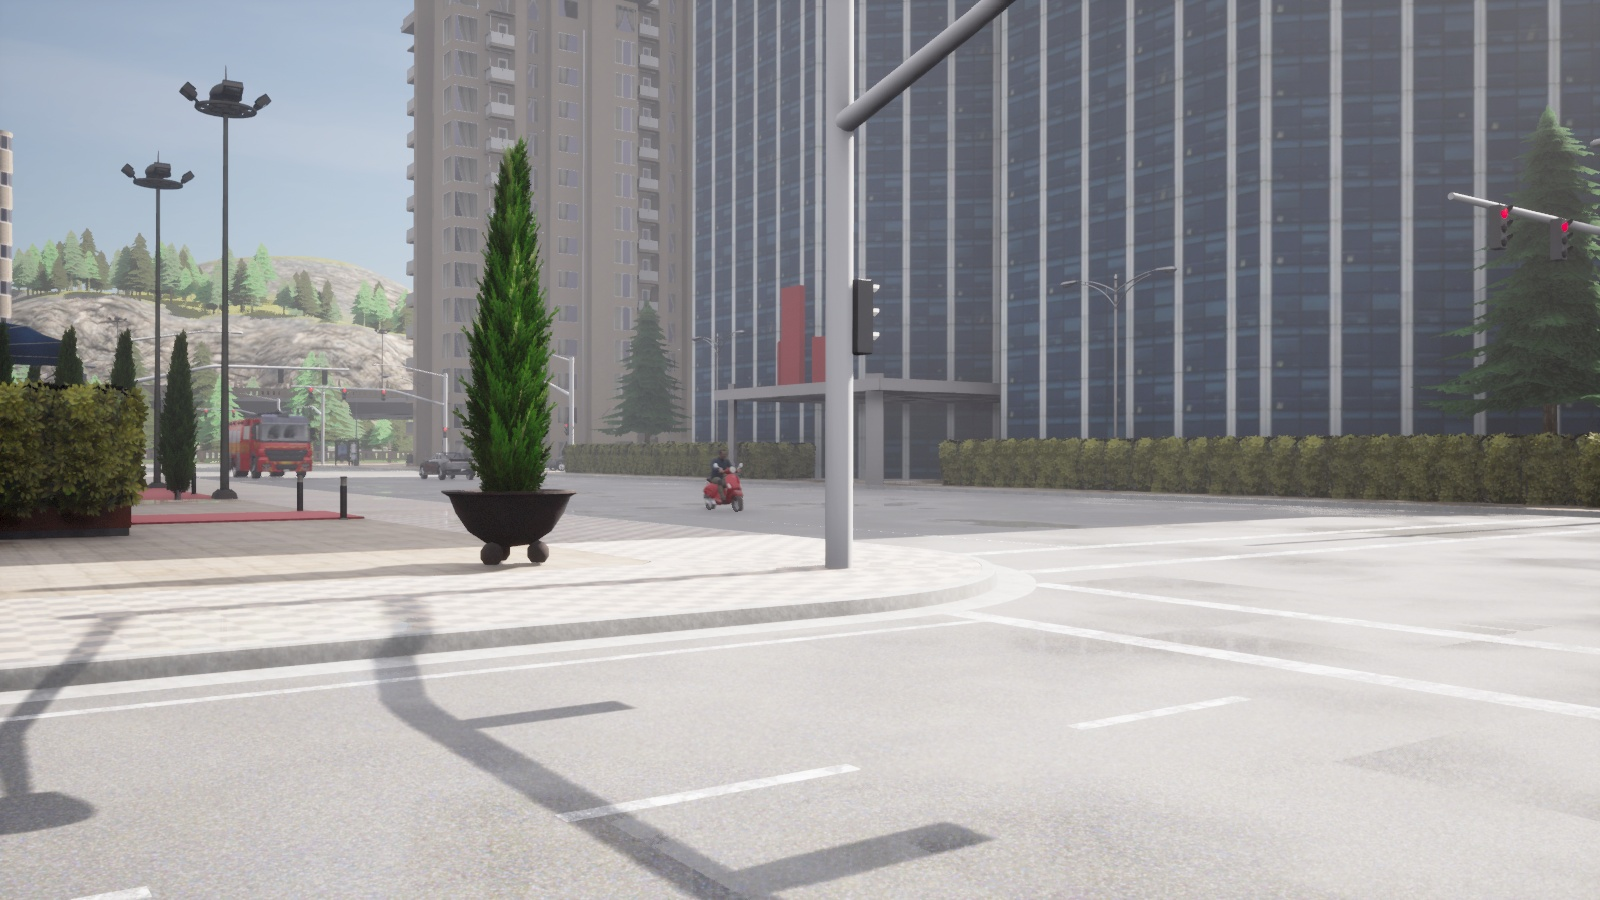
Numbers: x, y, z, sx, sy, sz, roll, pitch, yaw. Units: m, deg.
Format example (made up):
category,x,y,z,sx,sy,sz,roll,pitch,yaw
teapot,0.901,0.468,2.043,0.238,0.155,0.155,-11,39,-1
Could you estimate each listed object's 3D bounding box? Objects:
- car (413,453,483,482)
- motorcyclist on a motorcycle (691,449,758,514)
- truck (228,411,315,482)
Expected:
category,x,y,z,sx,sy,sz,roll,pitch,yaw
car,-19.264,0.910,68.567,2.128,1.511,4.902,0,0,-35
motorcyclist on a motorcycle,-1.927,0.780,31.872,0.866,1.590,1.817,0,0,-35
truck,-30.570,-0.178,72.445,2.891,3.827,8.468,0,0,-35
